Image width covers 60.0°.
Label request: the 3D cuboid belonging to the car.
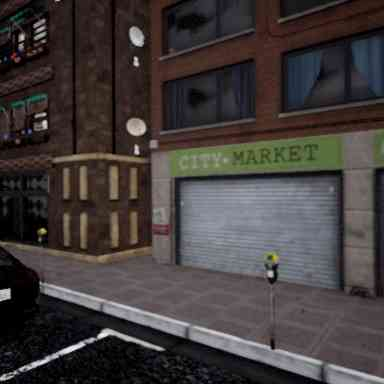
[{"bbox_3d":[-4.525,1.572,6.112,4.313,1.339,1.947,0,0,36],"label":"car"}]
